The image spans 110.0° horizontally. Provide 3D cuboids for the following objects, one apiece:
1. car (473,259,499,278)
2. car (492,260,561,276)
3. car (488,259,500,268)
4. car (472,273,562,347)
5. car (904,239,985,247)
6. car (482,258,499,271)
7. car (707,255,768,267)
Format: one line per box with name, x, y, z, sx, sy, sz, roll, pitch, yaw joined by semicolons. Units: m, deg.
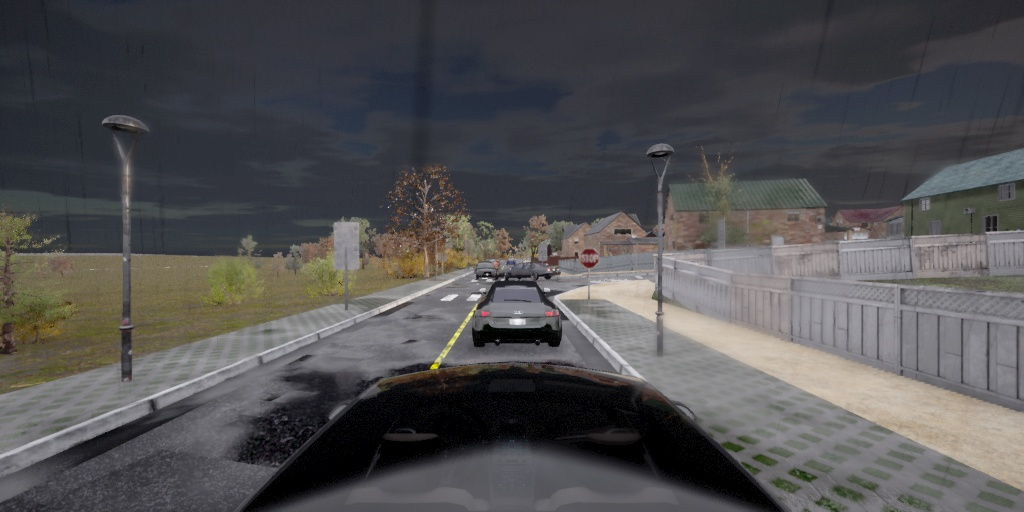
car;-2.332;1.258;31.241;1.837;1.490;4.892;0;0;-8
car;1.263;1.198;28.340;5.357;1.411;2.033;-4;-3;43
car;-2.996;1.256;61.094;1.882;1.535;5.008;0;0;0
car;0.081;1.313;9.322;1.994;1.385;4.181;0;0;-1
car;23.837;-0.208;20.357;4.902;1.511;2.128;-3;0;14
car;-2.984;1.121;51.057;2.097;1.767;4.553;0;0;0
car;14.329;0.413;22.753;4.181;1.385;1.994;-3;0;16
